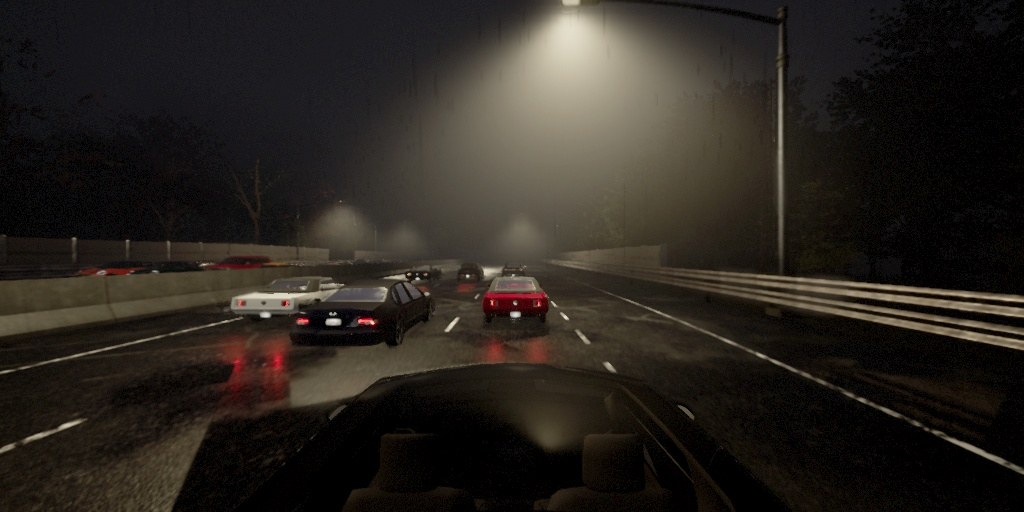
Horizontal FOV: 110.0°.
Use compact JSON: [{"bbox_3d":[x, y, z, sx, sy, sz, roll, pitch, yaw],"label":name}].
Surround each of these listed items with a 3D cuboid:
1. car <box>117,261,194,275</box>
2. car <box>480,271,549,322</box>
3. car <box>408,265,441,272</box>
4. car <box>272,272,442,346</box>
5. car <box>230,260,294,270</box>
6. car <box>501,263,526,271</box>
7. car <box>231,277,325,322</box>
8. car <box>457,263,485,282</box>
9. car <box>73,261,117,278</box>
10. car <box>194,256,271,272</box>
[{"bbox_3d":[-24.591,1.135,25.704,2.097,1.767,4.553,0,0,0],"label":"car"},{"bbox_3d":[0.103,1.362,12.318,1.895,1.301,4.718,0,0,0],"label":"car"},{"bbox_3d":[-6.893,1.388,28.443,1.895,1.301,4.718,0,0,0],"label":"car"},{"bbox_3d":[-3.396,1.305,9.328,2.033,1.411,5.357,0,0,0],"label":"car"},{"bbox_3d":[-17.592,1.262,26.322,1.882,1.535,5.008,0,0,0],"label":"car"},{"bbox_3d":[0.107,1.281,29.881,2.128,1.511,4.902,0,0,0],"label":"car"},{"bbox_3d":[-6.896,1.363,12.256,1.895,1.301,4.718,0,0,0],"label":"car"},{"bbox_3d":[-3.394,1.294,29.930,1.837,1.490,4.892,0,0,0],"label":"car"},{"bbox_3d":[-28.091,1.135,25.725,2.097,1.767,4.553,0,0,0],"label":"car"},{"bbox_3d":[-21.091,1.009,27.997,2.150,2.045,5.566,0,0,0],"label":"car"}]
